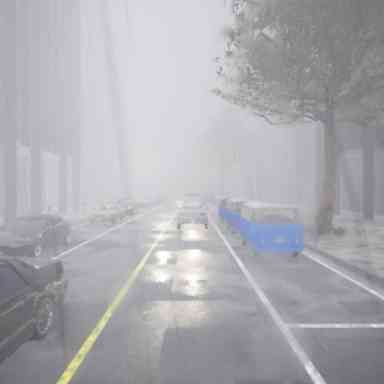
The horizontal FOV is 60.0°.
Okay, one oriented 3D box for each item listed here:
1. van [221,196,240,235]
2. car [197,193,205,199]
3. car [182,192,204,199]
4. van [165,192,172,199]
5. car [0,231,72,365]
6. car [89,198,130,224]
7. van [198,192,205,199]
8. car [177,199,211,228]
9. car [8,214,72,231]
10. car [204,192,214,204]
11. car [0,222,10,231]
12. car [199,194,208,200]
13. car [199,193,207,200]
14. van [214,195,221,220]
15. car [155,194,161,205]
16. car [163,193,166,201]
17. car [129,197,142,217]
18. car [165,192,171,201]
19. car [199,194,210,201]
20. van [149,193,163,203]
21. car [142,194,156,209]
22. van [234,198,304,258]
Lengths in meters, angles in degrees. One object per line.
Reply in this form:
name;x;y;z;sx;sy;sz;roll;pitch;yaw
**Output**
van;2.709;1.232;17.788;1.690;1.788;3.998;0;0;0
car;2.477;1.045;90.827;2.008;1.369;4.403;0;0;0
car;-0.024;0.988;39.875;2.150;2.045;5.566;0;0;0
van;-6.030;0.870;85.179;1.690;1.788;3.998;0;0;0
car;-3.105;1.526;3.703;2.033;1.411;5.357;0;0;0
car;-5.833;1.391;23.205;1.752;1.417;4.829;0;0;0
van;2.494;0.864;85.207;1.690;1.788;3.998;0;0;0
car;0.033;1.400;20.986;1.812;1.442;4.674;0;0;0
car;-5.797;1.497;12.137;1.947;1.339;4.313;0;0;0
car;2.602;1.016;51.498;2.192;1.841;5.009;0;0;0
car;-5.780;1.530;6.519;1.947;1.339;4.313;0;0;0
car;2.530;1.105;74.142;1.752;1.417;4.829;0;0;0
car;2.512;1.076;79.761;1.752;1.417;4.829;0;0;0
van;2.691;1.200;23.407;1.690;1.788;3.998;0;0;0
car;-5.905;1.289;45.849;2.008;1.369;4.403;0;0;0
car;-5.941;1.221;57.086;1.887;1.381;4.507;0;0;0
car;-5.851;1.273;28.993;1.967;1.590;4.097;0;0;0
car;-5.977;1.056;68.323;1.967;1.590;4.097;0;0;0
car;2.549;1.161;68.354;2.008;1.369;4.403;0;0;0
van;-5.923;1.048;51.467;1.690;1.788;3.998;0;0;0
car;-5.887;1.320;40.230;2.008;1.369;4.403;0;0;0
van;2.727;1.265;12.170;1.690;1.788;3.998;0;0;0
